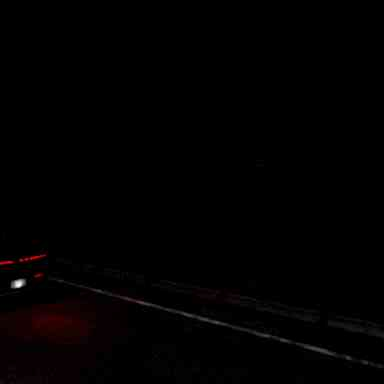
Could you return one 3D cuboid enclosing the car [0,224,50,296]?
[{"bbox_3d":[-5.287,1.501,7.765,4.892,1.490,1.837,0,0,36],"label":"car"}]
